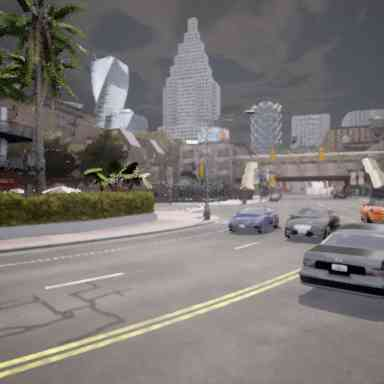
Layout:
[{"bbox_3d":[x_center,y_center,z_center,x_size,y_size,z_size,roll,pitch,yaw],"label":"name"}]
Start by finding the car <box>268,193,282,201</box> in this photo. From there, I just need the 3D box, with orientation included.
[{"bbox_3d":[17.374,1.327,70.140,2.097,1.535,5.008,-1,0,17],"label":"car"}]

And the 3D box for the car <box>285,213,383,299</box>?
[{"bbox_3d":[4.532,1.509,8.368,2.033,1.411,5.357,0,0,41],"label":"car"}]

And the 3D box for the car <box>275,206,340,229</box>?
[{"bbox_3d":[6.077,1.441,16.432,2.128,1.511,4.902,0,0,33],"label":"car"}]

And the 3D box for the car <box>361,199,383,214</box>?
[{"bbox_3d":[12.907,1.240,22.784,2.097,1.767,4.553,-1,0,21],"label":"car"}]

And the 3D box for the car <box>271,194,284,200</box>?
[{"bbox_3d":[22.323,1.284,86.613,2.231,1.521,4.892,-1,0,27],"label":"car"}]

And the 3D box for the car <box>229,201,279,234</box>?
[{"bbox_3d":[3.740,1.495,19.195,1.812,1.442,4.674,0,0,30],"label":"car"}]
